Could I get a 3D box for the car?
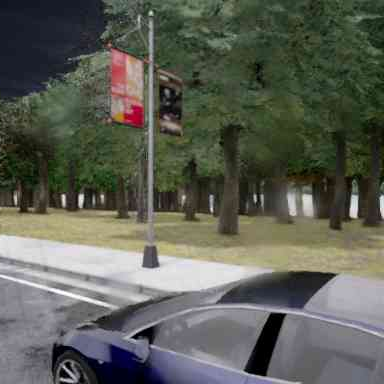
[{"bbox_3d":[0.701,1.518,3.062,4.792,1.488,2.163,-1,-1,36],"label":"car"}]
